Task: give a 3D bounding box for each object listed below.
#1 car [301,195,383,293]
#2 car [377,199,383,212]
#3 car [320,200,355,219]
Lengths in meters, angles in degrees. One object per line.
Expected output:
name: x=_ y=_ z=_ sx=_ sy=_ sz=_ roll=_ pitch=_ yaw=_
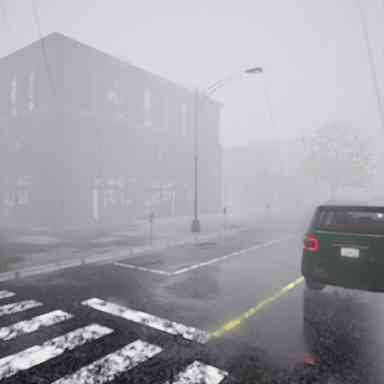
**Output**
car: x=4.480 y=1.200 z=8.270 sx=2.150 sy=2.045 sz=5.566 roll=0 pitch=0 yaw=36
car: x=22.817 y=1.499 z=38.400 sx=1.895 sy=1.301 sz=4.718 roll=0 pitch=0 yaw=36
car: x=13.051 y=1.491 z=29.599 sx=1.947 sy=1.339 sz=4.313 roll=1 pitch=1 yaw=36
